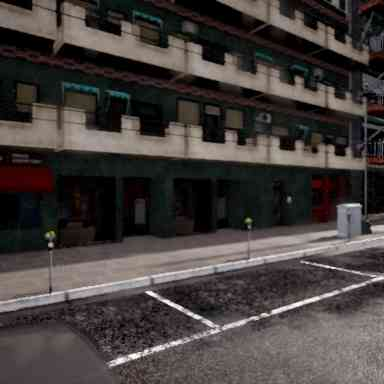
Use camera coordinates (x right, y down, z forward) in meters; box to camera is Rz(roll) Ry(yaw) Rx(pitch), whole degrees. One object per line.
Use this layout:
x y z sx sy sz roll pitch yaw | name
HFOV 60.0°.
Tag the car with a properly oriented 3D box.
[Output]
-2.871 1.552 1.331 5.357 1.411 2.033 0 0 -36 | car
